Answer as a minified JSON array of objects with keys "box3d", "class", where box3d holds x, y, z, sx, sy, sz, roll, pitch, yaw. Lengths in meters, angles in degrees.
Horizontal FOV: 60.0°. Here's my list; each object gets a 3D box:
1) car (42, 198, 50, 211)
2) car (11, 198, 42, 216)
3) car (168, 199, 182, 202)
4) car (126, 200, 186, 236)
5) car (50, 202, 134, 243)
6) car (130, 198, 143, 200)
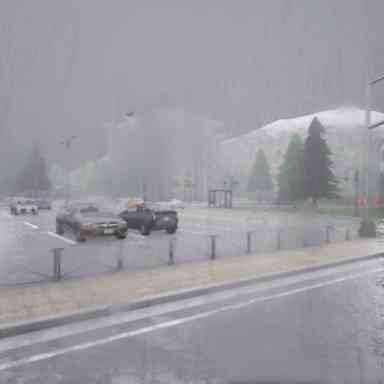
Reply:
[{"box3d":[-17.769,1.451,39.156,1.845,1.501,3.633,1,0,-36],"class":"car"},{"box3d":[-15.838,1.434,31.396,1.970,1.475,3.806,1,0,-36],"class":"car"},{"box3d":[-2.709,1.765,48.143,1.812,1.442,4.674,1,0,-36],"class":"car"},{"box3d":[-2.512,1.417,18.061,2.007,1.523,4.514,1,0,-36],"class":"car"},{"box3d":[-5.024,1.379,16.181,2.152,1.636,5.027,1,0,-36],"class":"car"},{"box3d":[-8.135,1.685,49.592,1.882,1.535,5.008,1,-1,-36],"class":"car"}]
